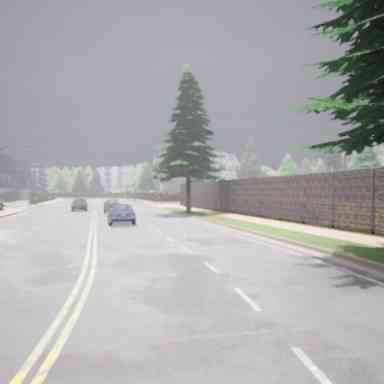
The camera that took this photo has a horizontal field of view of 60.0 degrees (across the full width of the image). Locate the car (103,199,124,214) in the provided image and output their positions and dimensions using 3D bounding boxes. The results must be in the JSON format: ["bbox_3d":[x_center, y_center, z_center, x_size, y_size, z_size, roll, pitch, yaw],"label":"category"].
[{"bbox_3d":[-8.813,1.549,36.867,2.033,1.411,5.357,-1,0,-16],"label":"car"}]

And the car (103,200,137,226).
[{"bbox_3d":[-5.077,1.543,23.794,2.033,1.411,5.357,-1,0,-16],"label":"car"}]

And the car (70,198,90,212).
[{"bbox_3d":[-13.398,1.551,39.791,1.837,1.490,4.892,0,0,-16],"label":"car"}]
